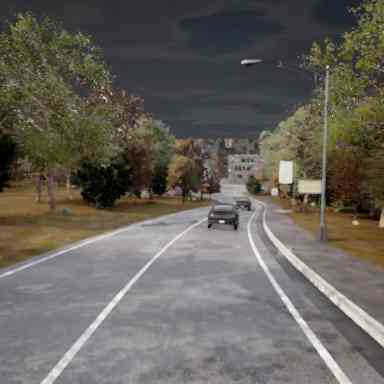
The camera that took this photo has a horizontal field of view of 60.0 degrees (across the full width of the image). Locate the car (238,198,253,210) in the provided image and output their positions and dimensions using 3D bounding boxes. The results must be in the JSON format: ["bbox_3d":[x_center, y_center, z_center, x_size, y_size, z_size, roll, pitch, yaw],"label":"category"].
[{"bbox_3d":[6.563,1.488,42.275,1.837,1.490,4.892,1,0,13],"label":"car"}]

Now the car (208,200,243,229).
[{"bbox_3d":[2.144,1.485,21.733,1.837,1.490,4.892,1,0,10],"label":"car"}]
